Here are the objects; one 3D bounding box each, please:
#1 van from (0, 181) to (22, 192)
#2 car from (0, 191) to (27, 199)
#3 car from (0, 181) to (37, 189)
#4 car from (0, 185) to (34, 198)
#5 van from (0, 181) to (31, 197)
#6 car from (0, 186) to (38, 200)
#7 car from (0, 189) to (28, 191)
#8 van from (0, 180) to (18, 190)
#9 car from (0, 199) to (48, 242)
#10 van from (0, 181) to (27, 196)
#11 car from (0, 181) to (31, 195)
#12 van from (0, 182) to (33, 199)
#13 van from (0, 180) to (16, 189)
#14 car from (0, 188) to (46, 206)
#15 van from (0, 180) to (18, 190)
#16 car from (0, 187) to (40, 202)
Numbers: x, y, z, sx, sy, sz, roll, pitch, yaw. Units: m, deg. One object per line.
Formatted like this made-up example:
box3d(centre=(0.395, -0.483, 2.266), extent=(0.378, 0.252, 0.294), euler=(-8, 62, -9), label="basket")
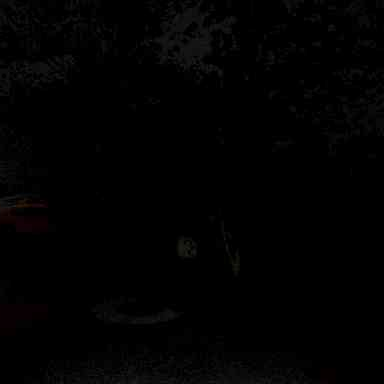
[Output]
box3d(centre=(-34.900, -1.092, 63.079), extent=(4.442, 1.987, 1.878), euler=(1, 1, -30), label="van")
box3d(centre=(-8.346, 1.034, 17.695), extent=(4.553, 1.767, 2.185), euler=(1, 2, -30), label="car")
box3d(centre=(-15.287, 0.314, 29.514), extent=(5.566, 2.045, 2.435), euler=(1, 2, -30), label="car")
box3d(centre=(-23.722, -0.096, 43.822), extent=(5.008, 1.535, 2.097), euler=(1, 1, -30), label="car")
box3d(centre=(-25.021, -0.416, 46.261), extent=(4.442, 1.987, 1.878), euler=(1, 1, -30), label="van")
box3d(centre=(-20.900, 0.135, 39.063), extent=(4.792, 1.488, 2.163), euler=(1, 2, -30), label="car")
box3d(centre=(-12.679, 0.799, 24.641), extent=(5.366, 1.575, 1.946), euler=(1, 2, -30), label="car")
box3d(centre=(-41.848, -1.567, 74.907), extent=(4.442, 1.987, 1.878), euler=(1, 1, -30), label="van")
box3d(centre=(-6.980, 1.279, 15.292), extent=(5.008, 1.535, 2.097), euler=(1, 2, -30), label="car")
box3d(centre=(-26.625, -0.515, 48.530), extent=(4.442, 1.987, 1.878), euler=(1, 1, -30), label="van")
box3d(centre=(-27.949, -0.635, 50.961), extent=(5.566, 2.045, 2.435), euler=(1, 1, -30), label="car")
box3d(centre=(-22.403, -0.224, 41.359), extent=(4.442, 1.987, 1.878), euler=(1, 2, -31), label="van")
box3d(centre=(-43.518, -1.671, 77.291), extent=(4.442, 1.987, 1.878), euler=(1, 1, -30), label="van")
box3d(centre=(-16.748, 0.474, 31.879), extent=(4.792, 1.488, 2.163), euler=(1, 2, -30), label="car")
box3d(centre=(-40.509, -1.475, 72.628), extent=(4.442, 1.987, 1.878), euler=(1, 1, -30), label="van")
box3d(centre=(-19.564, 0.238, 36.789), extent=(4.792, 1.488, 2.163), euler=(1, 2, -30), label="car")
